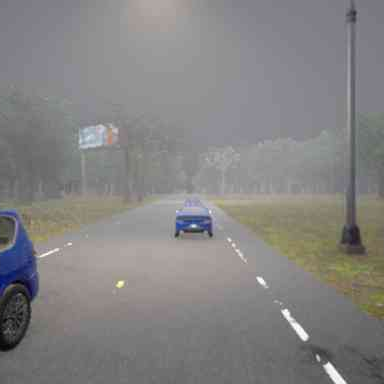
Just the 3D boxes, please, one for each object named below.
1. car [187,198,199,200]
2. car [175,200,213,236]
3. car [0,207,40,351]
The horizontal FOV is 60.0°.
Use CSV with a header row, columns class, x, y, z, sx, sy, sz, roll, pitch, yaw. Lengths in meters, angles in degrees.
class,x,y,z,sx,sy,sz,roll,pitch,yaw
car,0.100,1.328,37.641,2.033,1.411,5.357,0,1,0
car,0.092,1.445,18.262,1.882,1.535,5.008,0,0,0
car,-3.597,1.226,3.282,2.150,2.045,5.566,0,0,0
